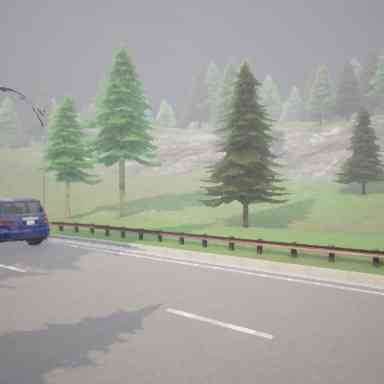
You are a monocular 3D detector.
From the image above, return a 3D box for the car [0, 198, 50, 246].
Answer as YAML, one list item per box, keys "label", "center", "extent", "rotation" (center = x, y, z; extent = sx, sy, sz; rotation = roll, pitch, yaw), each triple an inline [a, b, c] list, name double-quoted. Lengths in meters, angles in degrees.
- label: "car"
  center: [-8.415, 1.258, 14.007]
  extent: [5.566, 2.045, 2.150]
  rotation: [0, 0, 31]
